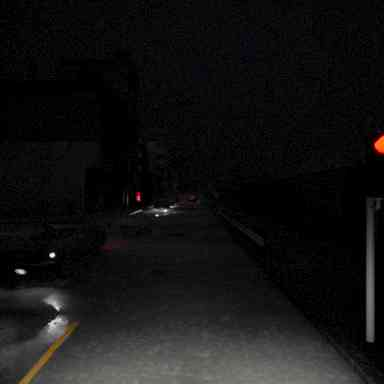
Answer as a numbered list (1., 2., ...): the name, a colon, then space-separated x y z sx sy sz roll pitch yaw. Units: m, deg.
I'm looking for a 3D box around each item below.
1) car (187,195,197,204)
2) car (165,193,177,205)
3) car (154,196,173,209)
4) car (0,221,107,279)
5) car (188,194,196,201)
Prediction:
1. car: 0.040 1.491 66.313 2.128 1.511 4.902 0 0 0
2. car: -4.052 1.352 55.461 2.097 1.767 4.553 0 0 0
3. car: -4.066 1.564 45.730 1.994 1.385 4.181 0 0 0
4. car: -4.090 1.601 10.165 1.895 1.301 4.718 0 0 0
5. car: 0.044 1.310 76.733 1.882 1.535 5.008 0 0 0
